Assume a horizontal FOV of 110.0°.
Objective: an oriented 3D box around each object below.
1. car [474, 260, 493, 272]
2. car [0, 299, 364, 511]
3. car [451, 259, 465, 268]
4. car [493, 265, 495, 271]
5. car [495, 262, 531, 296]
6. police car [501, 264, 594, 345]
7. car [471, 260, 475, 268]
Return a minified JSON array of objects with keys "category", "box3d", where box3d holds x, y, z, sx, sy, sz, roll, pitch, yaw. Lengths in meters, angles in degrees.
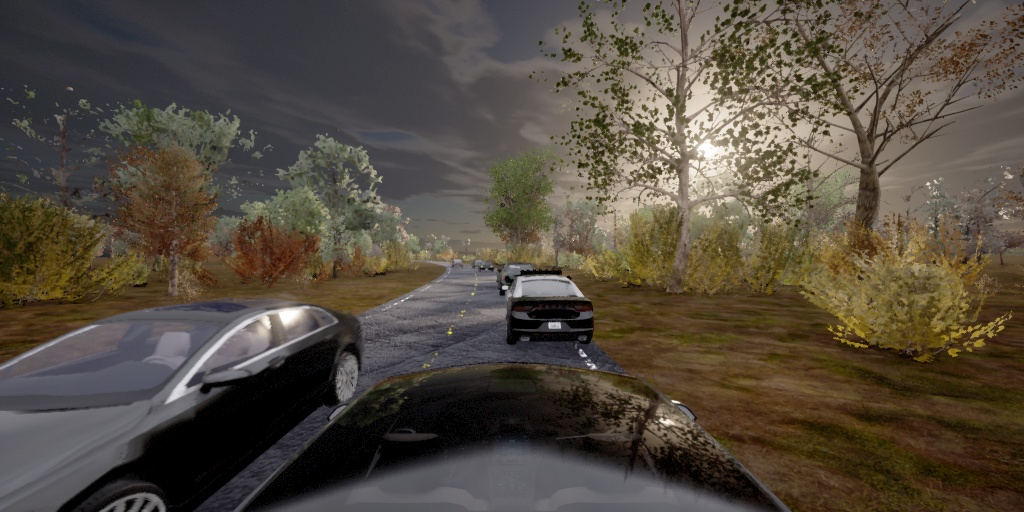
[{"category":"car","box3d":[-3.479,1.347,46.593,1.895,1.301,4.718,0,0,-9]},{"category":"car","box3d":[-3.092,1.241,3.418,2.128,1.511,4.902,0,0,-1]},{"category":"car","box3d":[-9.211,1.271,60.774,1.812,1.442,4.674,0,0,-12]},{"category":"car","box3d":[-0.146,1.253,25.687,1.837,1.490,4.892,0,0,-5]},{"category":"car","box3d":[0.298,1.100,19.627,2.097,1.767,4.553,0,0,-4]},{"category":"police car","box3d":[0.768,1.175,9.698,1.930,1.638,5.238,0,0,-2]},{"category":"car","box3d":[-5.571,1.291,58.833,2.033,1.411,5.357,0,0,-11]}]
